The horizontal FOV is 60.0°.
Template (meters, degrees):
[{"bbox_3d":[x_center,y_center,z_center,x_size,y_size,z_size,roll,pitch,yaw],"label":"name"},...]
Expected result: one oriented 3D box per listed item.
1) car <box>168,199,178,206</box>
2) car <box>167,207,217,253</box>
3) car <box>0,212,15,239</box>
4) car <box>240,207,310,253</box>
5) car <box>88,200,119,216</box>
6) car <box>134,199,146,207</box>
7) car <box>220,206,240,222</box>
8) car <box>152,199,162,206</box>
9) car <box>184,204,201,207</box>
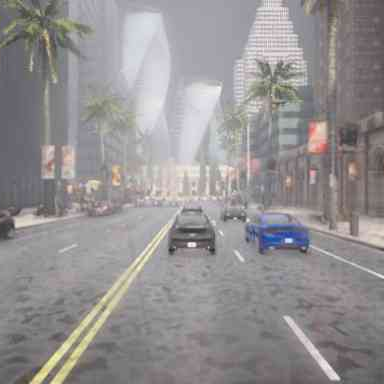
[{"bbox_3d":[-3.891,2.183,69.973,1.812,1.442,4.674,0,-1,-1],"label":"car"},{"bbox_3d":[-0.001,1.644,14.318,1.837,1.490,4.892,0,0,0],"label":"car"},{"bbox_3d":[-10.195,1.661,15.570,2.161,1.482,4.786,0,-1,-1],"label":"car"},{"bbox_3d":[3.500,1.615,14.487,1.882,1.535,5.008,0,0,0],"label":"car"},{"bbox_3d":[-10.130,1.709,37.502,2.185,1.767,4.553,0,-1,-1],"label":"car"},{"bbox_3d":[-10.444,2.112,66.873,2.231,1.521,4.892,0,-1,-1],"label":"car"},{"bbox_3d":[3.523,1.876,29.083,1.895,1.301,4.718,0,-1,0],"label":"car"},{"bbox_3d":[-7.391,2.184,69.935,2.128,1.511,4.902,0,-1,-1],"label":"car"},{"bbox_3d":[0.025,1.757,29.479,1.882,1.535,5.008,0,0,0],"label":"car"}]
